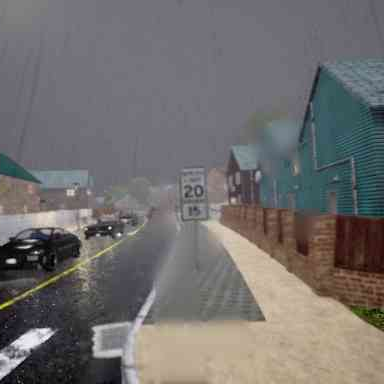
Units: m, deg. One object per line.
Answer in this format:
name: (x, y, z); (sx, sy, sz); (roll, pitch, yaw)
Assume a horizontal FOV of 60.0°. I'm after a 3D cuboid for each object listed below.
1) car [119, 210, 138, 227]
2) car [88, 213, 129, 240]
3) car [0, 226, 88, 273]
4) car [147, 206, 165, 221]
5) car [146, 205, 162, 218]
car: (-6.371, 2.557, 32.336); (2.128, 1.511, 4.902); (-2, -2, -5)
car: (-5.761, 2.348, 22.230); (1.895, 1.301, 4.718); (-2, -2, -2)
car: (-5.624, 2.024, 12.336); (1.994, 1.385, 4.181); (-3, -2, 0)
car: (-4.426, 2.780, 41.791); (1.837, 1.490, 4.892); (-2, -2, -7)
car: (-6.010, 3.029, 52.296); (2.097, 1.767, 4.553); (-2, -2, -10)
